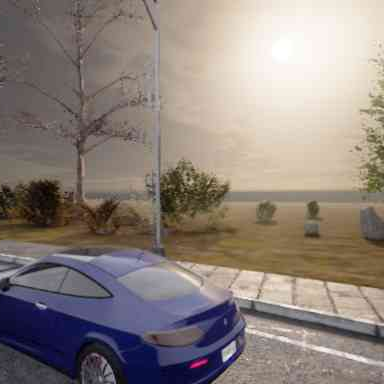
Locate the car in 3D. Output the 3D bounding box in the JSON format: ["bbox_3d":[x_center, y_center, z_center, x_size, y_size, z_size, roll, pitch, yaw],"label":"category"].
[{"bbox_3d":[-1.529,1.518,4.800,4.674,1.442,1.812,0,0,33],"label":"car"}]
